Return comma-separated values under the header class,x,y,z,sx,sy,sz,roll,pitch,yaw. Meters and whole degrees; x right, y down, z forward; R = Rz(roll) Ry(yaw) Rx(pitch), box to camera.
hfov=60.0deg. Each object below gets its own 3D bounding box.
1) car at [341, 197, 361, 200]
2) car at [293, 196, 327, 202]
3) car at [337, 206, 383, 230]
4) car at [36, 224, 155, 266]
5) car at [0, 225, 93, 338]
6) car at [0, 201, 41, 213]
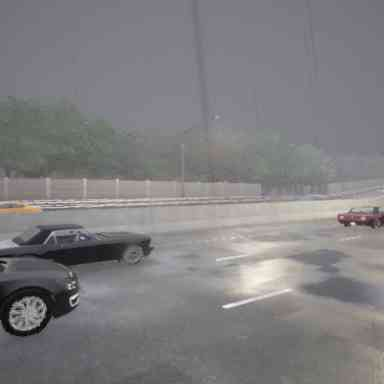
class,x,y,z,sx,sy,sz,roll,pitch,yaw
car,18.200,1.290,38.175,5.357,1.411,2.033,-1,0,-35
car,13.935,1.242,39.491,5.008,1.535,1.882,0,0,-34
car,10.910,1.483,20.068,4.718,1.301,1.895,-1,0,-35
car,-3.524,1.597,9.826,4.718,1.301,1.895,0,0,-35
car,-4.253,1.504,5.008,4.892,1.490,1.837,0,0,-35
car,-13.666,1.474,24.334,5.008,1.535,1.882,0,0,-35
